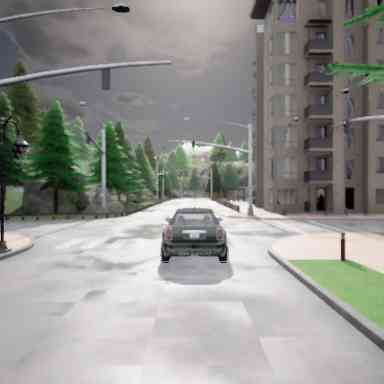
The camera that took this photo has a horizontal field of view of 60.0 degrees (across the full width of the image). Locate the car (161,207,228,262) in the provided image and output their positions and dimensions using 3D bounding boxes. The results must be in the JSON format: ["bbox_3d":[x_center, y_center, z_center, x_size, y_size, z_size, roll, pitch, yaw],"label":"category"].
[{"bbox_3d":[0.072,1.336,12.172,2.097,1.767,4.553,0,0,0],"label":"car"}]
